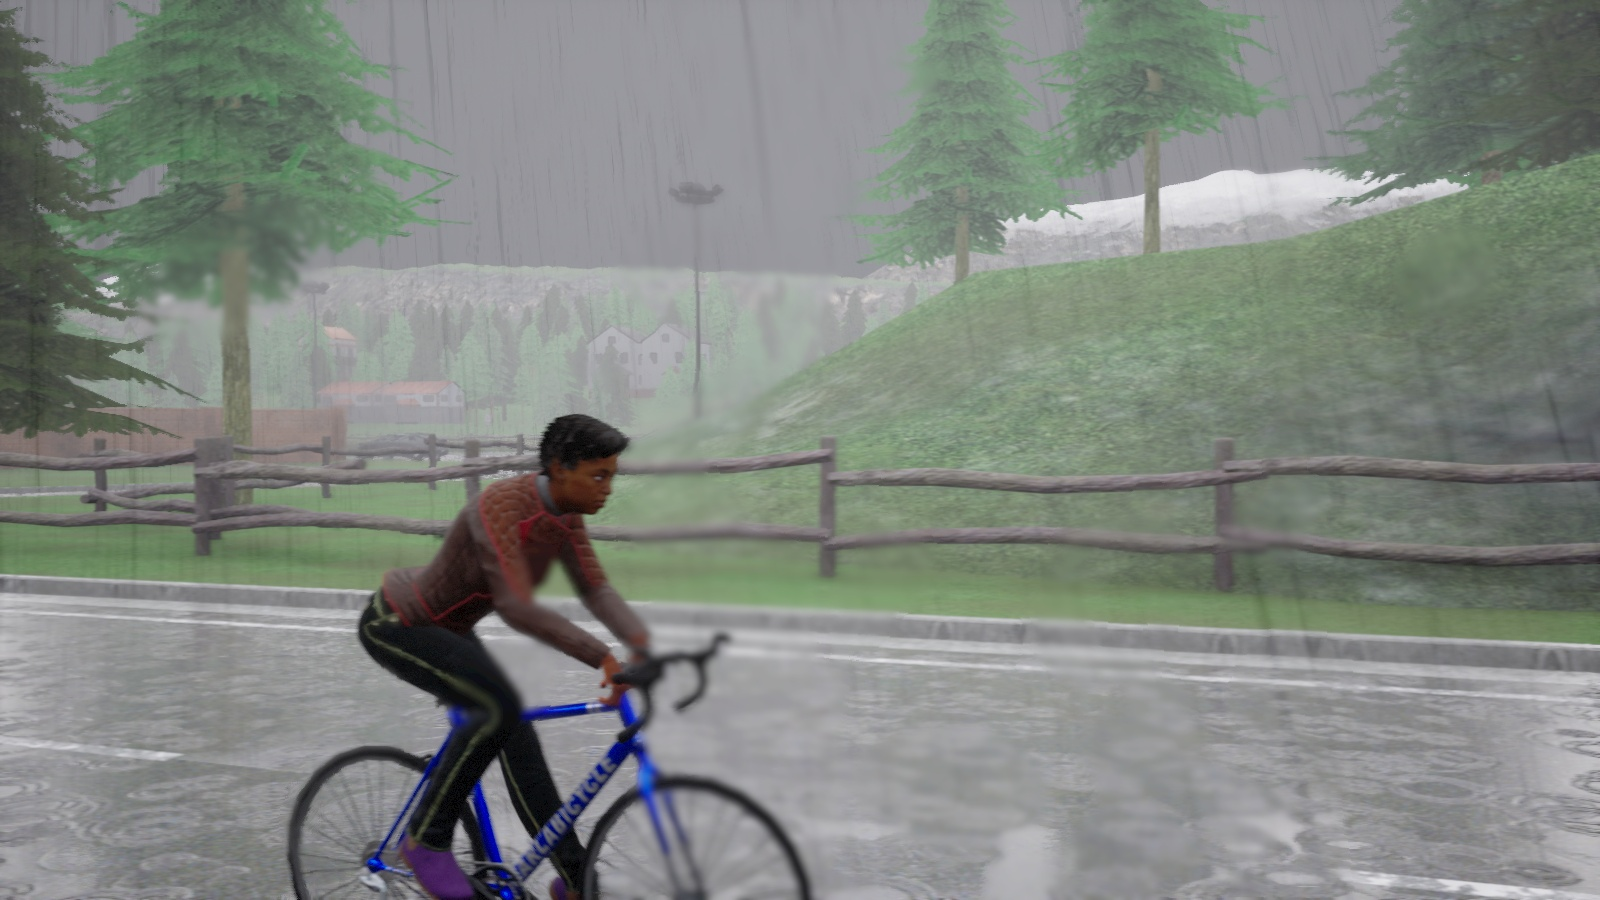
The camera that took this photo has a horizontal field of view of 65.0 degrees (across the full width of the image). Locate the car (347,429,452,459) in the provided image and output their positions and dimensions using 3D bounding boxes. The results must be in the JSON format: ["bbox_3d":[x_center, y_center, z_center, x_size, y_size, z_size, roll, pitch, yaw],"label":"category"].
[{"bbox_3d":[-20.796,-0.330,65.229,4.902,1.511,2.128,1,1,19],"label":"car"}]

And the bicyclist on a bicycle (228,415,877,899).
[{"bbox_3d":[-0.674,0.722,3.419,1.656,1.620,0.582,1,1,19],"label":"bicyclist on a bicycle"}]
